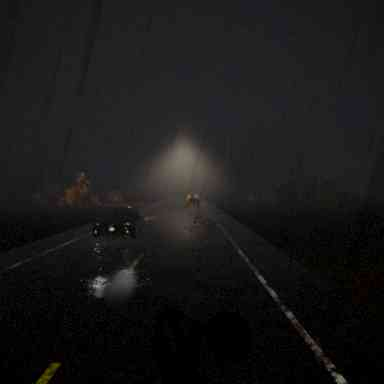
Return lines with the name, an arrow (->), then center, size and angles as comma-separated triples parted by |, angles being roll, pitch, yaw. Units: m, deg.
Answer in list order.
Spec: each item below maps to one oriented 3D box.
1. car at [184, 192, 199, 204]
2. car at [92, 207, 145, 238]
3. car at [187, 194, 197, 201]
car -> 0.103, 1.132, 52.413 | 1.882, 1.535, 5.008 | 0, 0, 0
car -> -3.599, 1.452, 16.858 | 1.994, 1.385, 4.181 | 0, 0, 0
car -> 0.003, 1.127, 66.415 | 1.994, 1.385, 4.181 | 0, 0, 0
